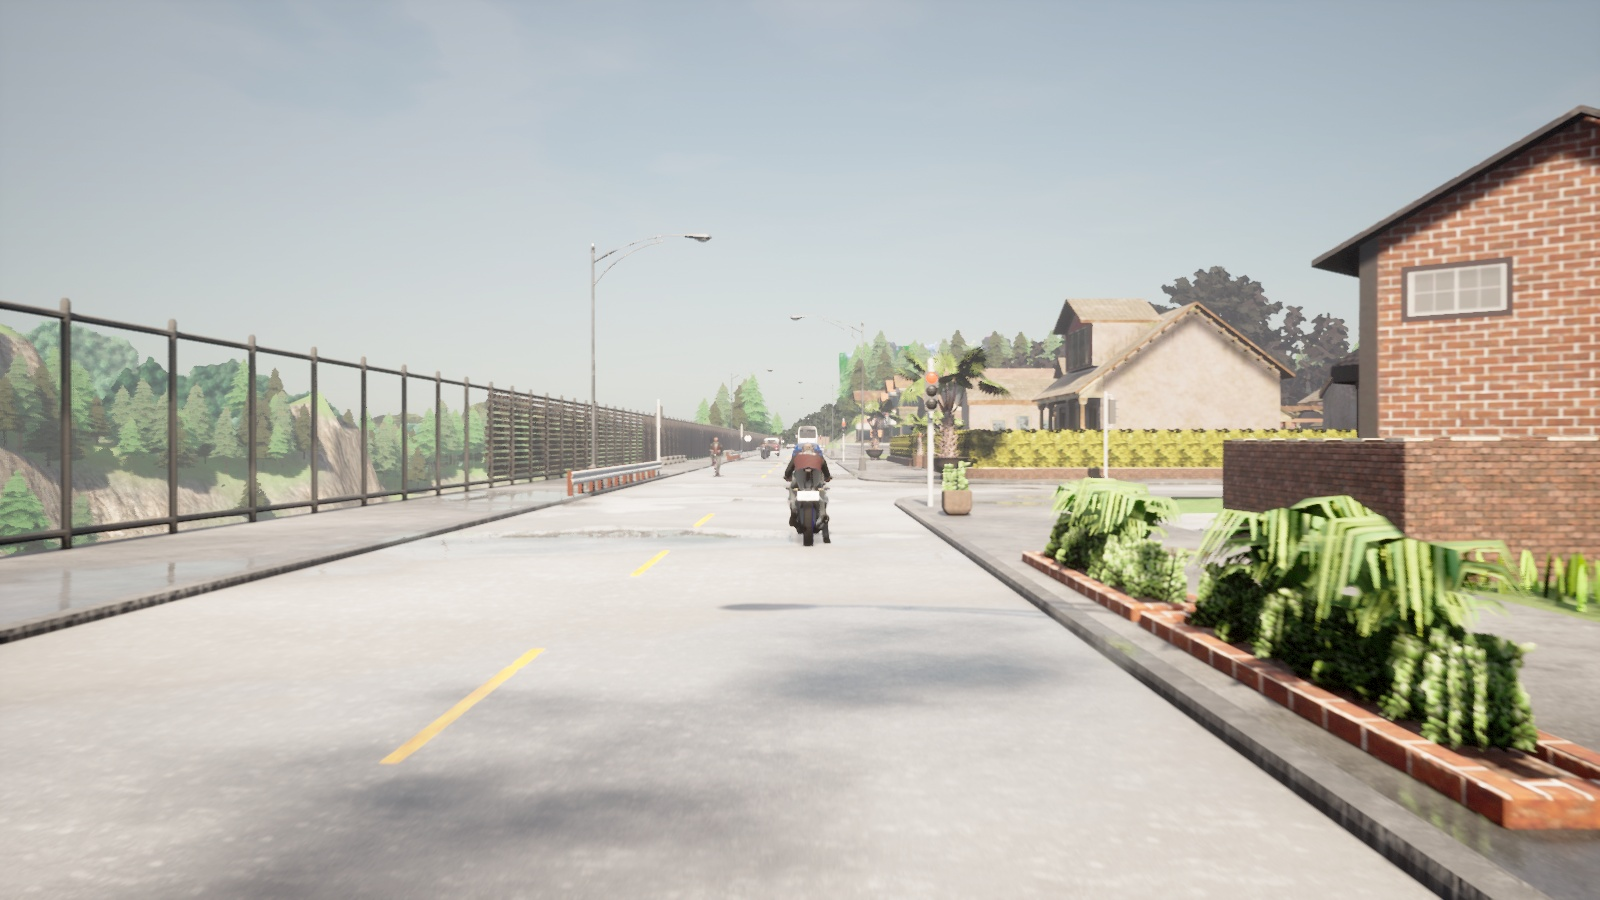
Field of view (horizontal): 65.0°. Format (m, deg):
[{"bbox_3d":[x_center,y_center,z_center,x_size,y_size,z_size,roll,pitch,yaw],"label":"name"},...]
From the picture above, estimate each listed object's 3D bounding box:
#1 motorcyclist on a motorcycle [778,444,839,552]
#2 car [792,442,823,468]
[{"bbox_3d":[0.123,0.675,18.883,0.866,1.530,2.191,0,0,0],"label":"motorcyclist on a motorcycle"},{"bbox_3d":[0.468,0.286,77.812,1.882,1.535,5.008,0,0,0],"label":"car"}]
